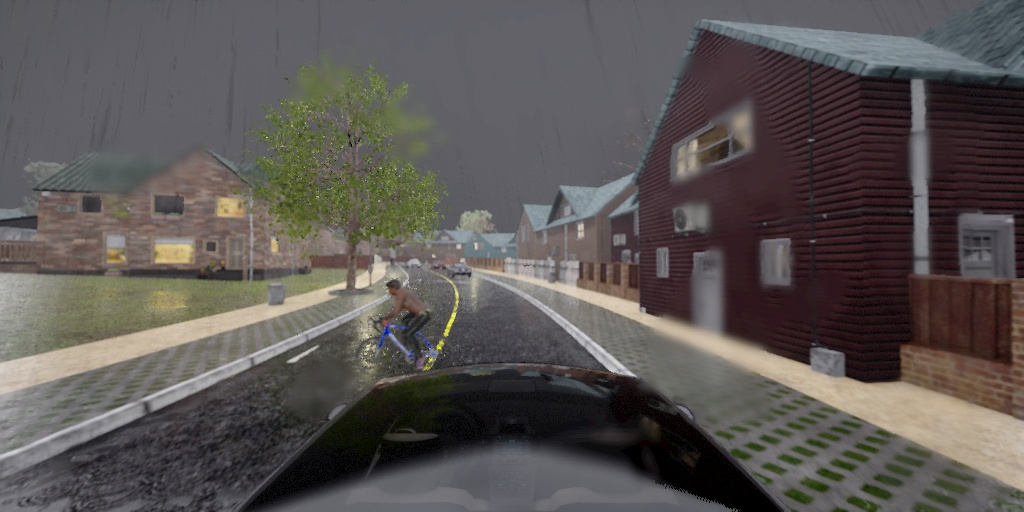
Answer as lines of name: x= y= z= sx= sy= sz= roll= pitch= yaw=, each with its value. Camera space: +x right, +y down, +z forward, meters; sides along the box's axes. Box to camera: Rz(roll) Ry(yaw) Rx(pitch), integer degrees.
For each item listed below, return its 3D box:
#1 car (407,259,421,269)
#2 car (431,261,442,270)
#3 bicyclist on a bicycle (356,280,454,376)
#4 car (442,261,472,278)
car: x=-14.944 y=1.120 z=54.442 sx=1.812 sy=1.442 sz=4.674 roll=0 pitch=0 yaw=-19
car: x=-9.945 y=1.265 z=48.792 sx=1.895 sy=1.301 sz=4.718 roll=0 pitch=0 yaw=-19
bicyclist on a bicycle: x=-1.815 y=1.219 z=6.057 sx=1.656 sy=1.620 sz=0.582 roll=-2 pitch=0 yaw=-3
car: x=-5.202 y=1.309 z=34.807 sx=2.033 sy=1.411 sz=5.357 roll=0 pitch=0 yaw=-18
